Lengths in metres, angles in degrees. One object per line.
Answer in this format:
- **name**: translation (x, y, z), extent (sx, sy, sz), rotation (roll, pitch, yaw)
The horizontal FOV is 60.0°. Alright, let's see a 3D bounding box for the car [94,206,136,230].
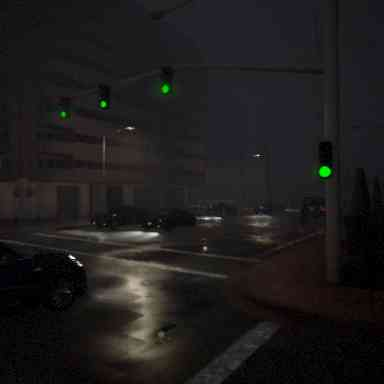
- **car**: translation (-4.926, 1.752, 23.327), extent (1.837, 1.490, 4.892), rotation (-1, 0, 35)

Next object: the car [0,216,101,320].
- **car**: translation (-4.190, 1.466, 5.945), extent (2.097, 1.767, 4.553), rotation (-1, -1, 35)

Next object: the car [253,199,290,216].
- **car**: translation (8.506, 1.755, 36.340), extent (2.033, 1.411, 5.357), rotation (-1, 0, 35)

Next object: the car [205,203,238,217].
- **car**: translation (3.112, 1.811, 34.753), extent (1.994, 1.385, 4.181), rotation (-1, 0, 35)

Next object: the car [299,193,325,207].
- **car**: translation (18.007, 1.150, 49.698), extent (2.150, 2.045, 5.566), rotation (-1, 0, 35)

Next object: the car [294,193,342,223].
- **car**: translation (10.376, 1.355, 26.669), extent (2.150, 2.045, 5.566), rotation (-1, 0, 35)

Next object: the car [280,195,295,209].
- **car**: translation (15.136, 1.474, 51.695), extent (2.150, 2.045, 5.566), rotation (-1, 0, 35)

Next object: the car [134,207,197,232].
- **car**: translation (-1.483, 1.772, 22.136), extent (1.994, 1.385, 4.181), rotation (-1, 0, 35)
